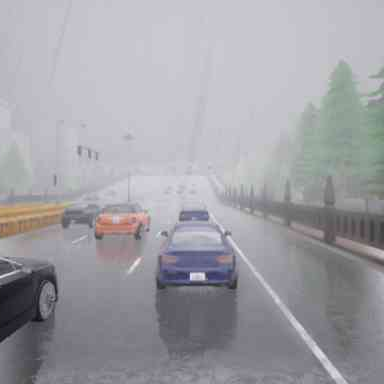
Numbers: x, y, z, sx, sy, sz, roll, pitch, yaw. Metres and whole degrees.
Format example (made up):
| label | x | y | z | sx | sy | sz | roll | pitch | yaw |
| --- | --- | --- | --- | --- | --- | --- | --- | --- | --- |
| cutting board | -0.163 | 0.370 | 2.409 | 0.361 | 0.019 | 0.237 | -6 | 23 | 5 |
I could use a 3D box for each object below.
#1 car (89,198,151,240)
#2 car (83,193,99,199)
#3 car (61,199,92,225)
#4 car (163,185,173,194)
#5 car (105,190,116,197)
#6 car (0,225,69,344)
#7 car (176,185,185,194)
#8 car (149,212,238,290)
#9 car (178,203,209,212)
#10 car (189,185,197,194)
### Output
| label | x | y | z | sx | sy | sz | roll | pitch | yaw |
| --- | --- | --- | --- | --- | --- | --- | --- | --- | --- |
| car | -3.376 | 1.309 | 16.956 | 2.097 | 1.767 | 4.553 | 0 | 0 | 0 |
| car | -20.902 | 1.099 | 68.925 | 2.097 | 1.767 | 4.553 | 0 | 1 | 0 |
| car | -6.871 | 1.450 | 21.610 | 1.837 | 1.490 | 4.892 | 0 | 0 | 0 |
| car | -6.784 | -0.252 | 90.180 | 1.812 | 1.442 | 4.674 | 0 | 7 | 0 |
| car | -20.819 | 0.311 | 85.133 | 2.033 | 1.411 | 5.357 | 0 | 5 | 0 |
| car | -3.396 | 1.479 | 4.263 | 2.128 | 1.511 | 4.902 | 0 | 0 | 0 |
| car | -3.284 | -0.276 | 90.152 | 1.837 | 1.490 | 4.892 | 0 | 7 | 0 |
| car | 0.113 | 1.503 | 8.894 | 1.812 | 1.442 | 4.674 | 0 | 0 | 0 |
| car | 0.131 | 1.422 | 21.744 | 1.882 | 1.535 | 5.008 | 0 | 0 | 0 |
| car | 0.216 | -0.299 | 90.127 | 1.882 | 1.535 | 5.008 | 0 | 7 | 0 |
